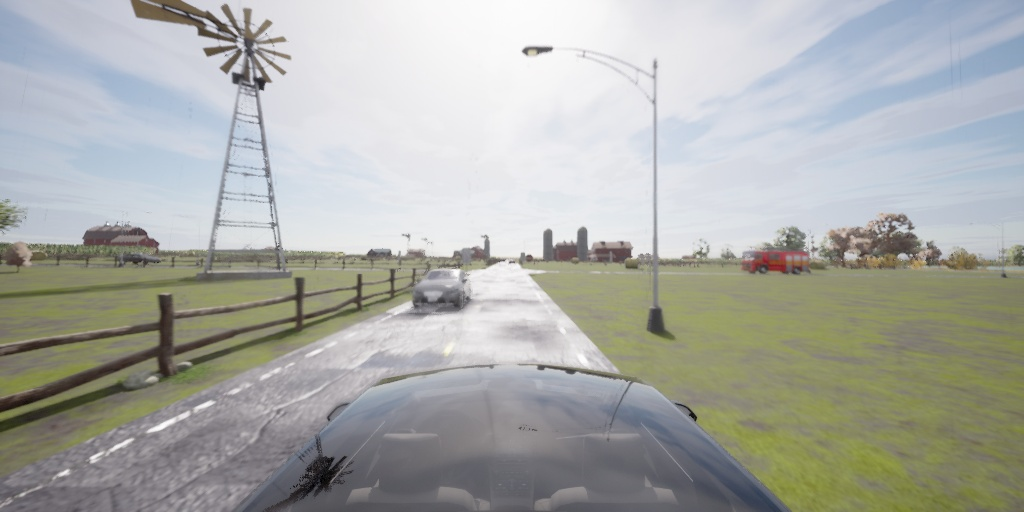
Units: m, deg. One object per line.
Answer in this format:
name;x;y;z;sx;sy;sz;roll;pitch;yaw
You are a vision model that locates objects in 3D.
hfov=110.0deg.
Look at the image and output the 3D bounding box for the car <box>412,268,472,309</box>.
car;-2.848;1.297;15.355;2.128;1.511;4.902;0;0;0
